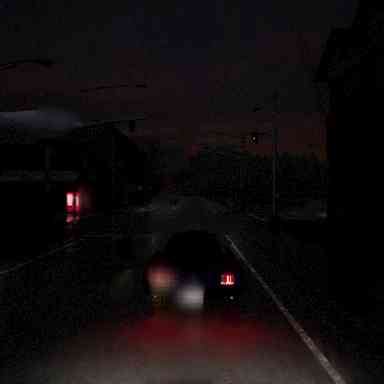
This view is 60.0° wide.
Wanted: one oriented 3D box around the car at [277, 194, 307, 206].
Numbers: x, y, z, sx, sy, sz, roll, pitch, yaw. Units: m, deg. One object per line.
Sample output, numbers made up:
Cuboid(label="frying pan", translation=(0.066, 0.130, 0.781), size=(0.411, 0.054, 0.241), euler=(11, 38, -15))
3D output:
Cuboid(label="car", translation=(14.486, 1.248, 48.200), size=(3.806, 1.475, 1.970), euler=(0, 0, 0))

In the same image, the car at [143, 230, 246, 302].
Cuboid(label="car", translation=(0.057, 1.601, 8.225), size=(1.895, 1.301, 4.718), euler=(0, 0, 1))

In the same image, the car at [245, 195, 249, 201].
Cuboid(label="car", translation=(13.747, 1.113, 70.317), size=(4.605, 1.855, 1.932), euler=(0, 0, 0))

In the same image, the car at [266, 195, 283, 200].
Cuboid(label="car", translation=(21.302, 1.399, 85.922), size=(3.806, 1.475, 1.970), euler=(0, 0, 0))

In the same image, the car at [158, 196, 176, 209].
Cuboid(label="car", translation=(-3.596, 1.505, 46.505), size=(1.837, 1.490, 4.892), euler=(0, 0, 0))

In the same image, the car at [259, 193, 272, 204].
Cuboid(label="car", translation=(14.162, 1.169, 54.617), size=(5.027, 1.636, 2.152), euler=(0, 0, 0))

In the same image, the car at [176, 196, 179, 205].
Cuboid(label="car", translation=(-3.588, 1.505, 56.122), size=(1.837, 1.490, 4.892), euler=(0, 0, 0))

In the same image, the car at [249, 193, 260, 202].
Cuboid(label="car", translation=(14.160, 1.092, 67.411), size=(3.866, 1.878, 1.905), euler=(0, 0, 0))

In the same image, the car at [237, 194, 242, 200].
Cuboid(label="car", translation=(13.881, 1.389, 88.901), size=(3.633, 1.501, 1.845), euler=(0, 0, 0))
